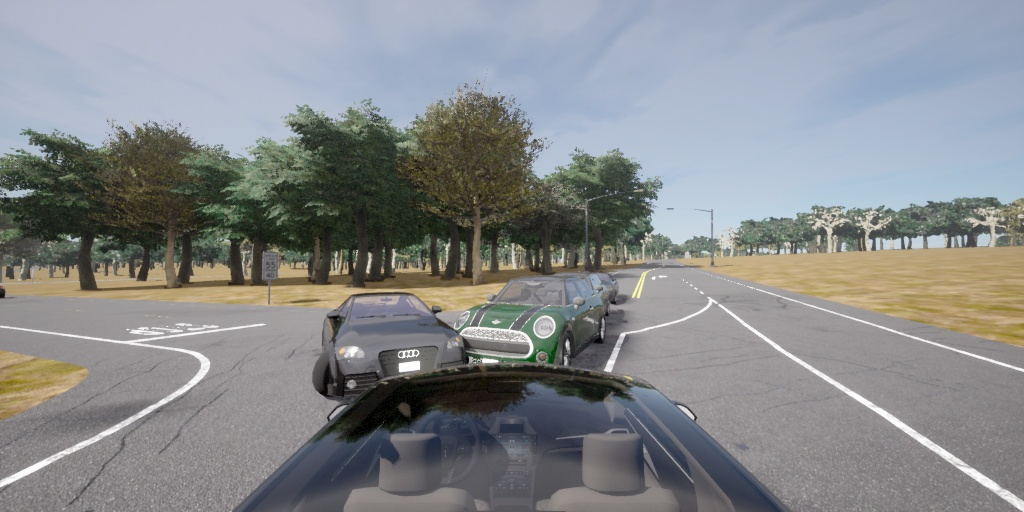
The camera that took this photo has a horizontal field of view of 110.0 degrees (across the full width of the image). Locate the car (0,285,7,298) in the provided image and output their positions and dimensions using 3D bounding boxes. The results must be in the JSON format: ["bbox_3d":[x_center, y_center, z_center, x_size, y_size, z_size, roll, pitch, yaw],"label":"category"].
[{"bbox_3d":[-40.859,2.562,27.373,4.181,1.385,1.994,-2,-3,22],"label":"car"}]

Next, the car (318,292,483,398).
[{"bbox_3d":[-2.354,1.376,6.609,1.994,1.385,4.181,1,-2,-29],"label":"car"}]

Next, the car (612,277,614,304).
[{"bbox_3d":[2.025,1.344,12.127,2.097,1.767,4.553,-1,-1,21],"label":"car"}]

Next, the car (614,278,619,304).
[{"bbox_3d":[4.218,1.509,17.854,1.994,1.385,4.181,-1,0,19],"label":"car"}]

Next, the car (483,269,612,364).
[{"bbox_3d":[0.618,1.218,7.814,2.097,1.767,4.553,-1,-2,26],"label":"car"}]
